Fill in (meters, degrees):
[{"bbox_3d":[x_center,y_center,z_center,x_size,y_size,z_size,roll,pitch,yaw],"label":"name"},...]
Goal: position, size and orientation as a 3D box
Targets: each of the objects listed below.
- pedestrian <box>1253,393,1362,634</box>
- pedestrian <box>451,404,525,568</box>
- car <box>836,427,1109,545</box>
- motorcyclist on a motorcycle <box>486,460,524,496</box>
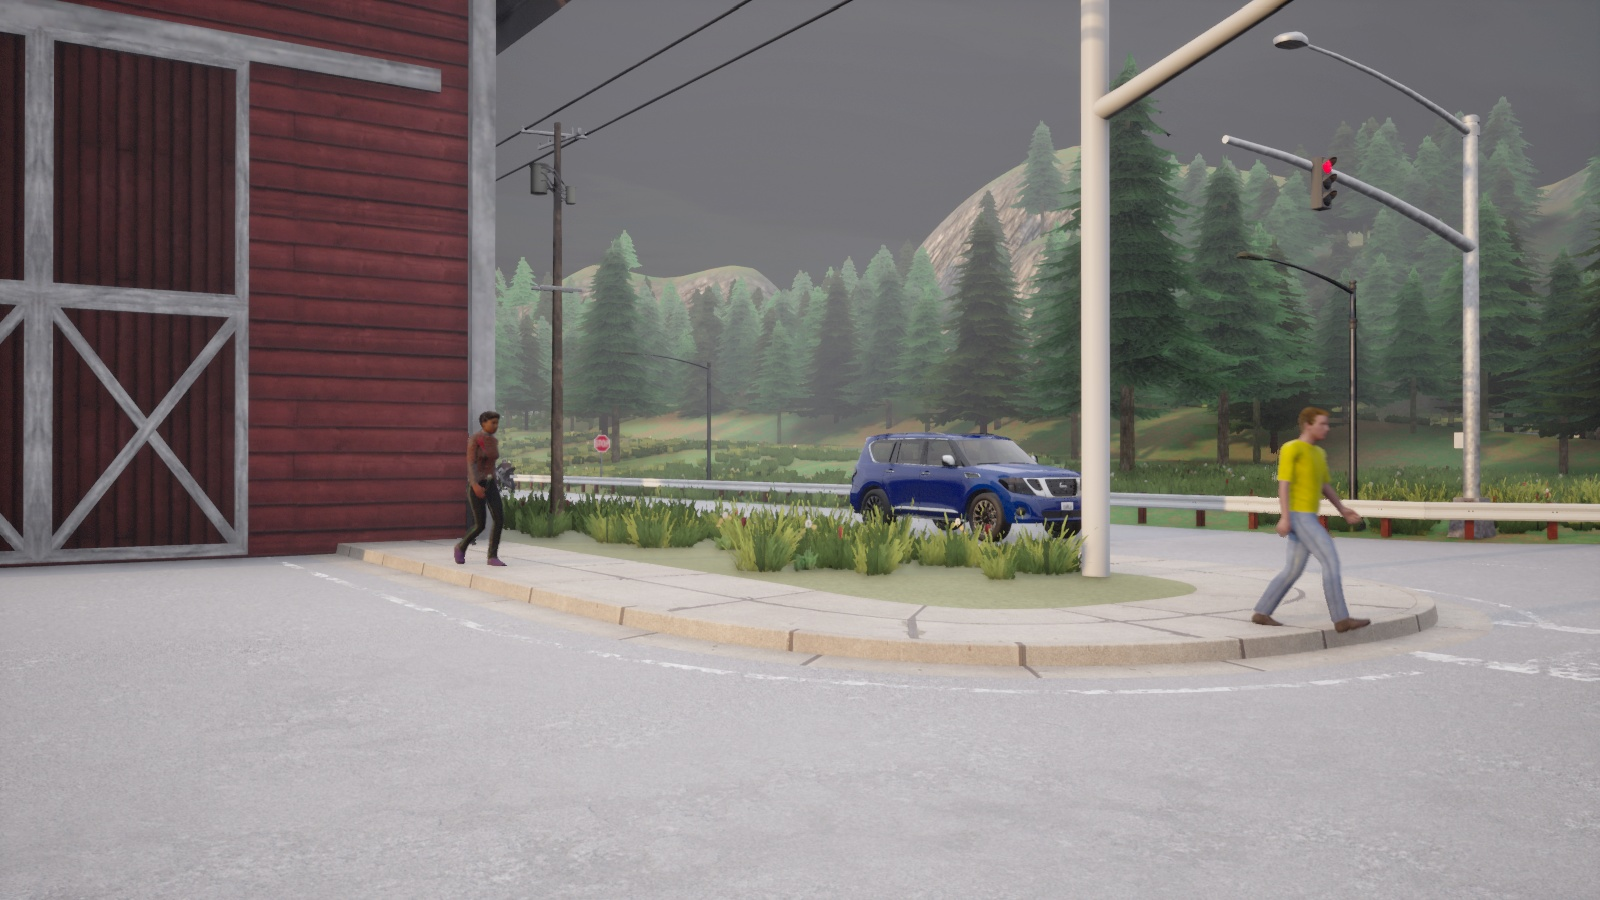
[{"bbox_3d":[4.011,0.486,9.935,0.706,1.836,0.354,-1,-1,42],"label":"pedestrian"},{"bbox_3d":[-3.536,0.399,14.216,0.869,1.805,0.328,0,0,36],"label":"pedestrian"},{"bbox_3d":[3.206,0.646,24.696,2.150,2.045,5.566,0,0,-34],"label":"car"},{"bbox_3d":[-12.963,1.226,55.141,0.866,1.530,2.191,0,0,-34],"label":"motorcyclist on a motorcycle"}]
